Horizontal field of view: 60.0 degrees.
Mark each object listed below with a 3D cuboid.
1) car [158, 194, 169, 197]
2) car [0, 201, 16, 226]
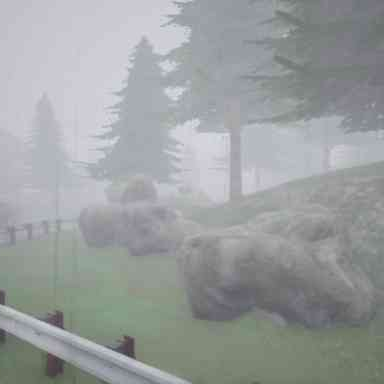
[{"bbox_3d":[-1.241,1.232,33.143,2.150,2.045,5.566,0,0,39],"label":"car"},{"bbox_3d":[-13.256,1.366,20.515,2.097,1.767,4.553,0,0,16],"label":"car"}]
